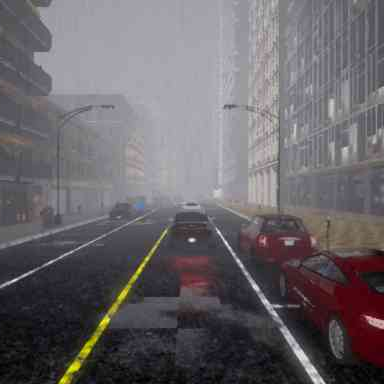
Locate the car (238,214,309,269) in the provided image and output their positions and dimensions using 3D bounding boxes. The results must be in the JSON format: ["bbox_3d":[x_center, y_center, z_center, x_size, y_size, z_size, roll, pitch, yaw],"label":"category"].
[{"bbox_3d":[2.689,1.438,11.152,1.967,1.590,4.097,0,0,0],"label":"car"}]

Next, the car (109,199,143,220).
[{"bbox_3d":[-5.691,1.566,28.099,1.947,1.339,4.313,0,0,0],"label":"car"}]

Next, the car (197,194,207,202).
[{"bbox_3d":[2.689,1.550,79.106,1.752,1.417,4.829,0,0,0],"label":"car"}]

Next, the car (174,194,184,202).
[{"bbox_3d":[-3.001,1.321,76.742,2.097,1.767,4.553,0,0,0],"label":"car"}]

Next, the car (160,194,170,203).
[{"bbox_3d":[-5.691,1.593,61.990,1.802,1.307,4.206,0,0,0],"label":"car"}]

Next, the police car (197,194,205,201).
[{"bbox_3d":[2.366,1.458,89.853,1.930,1.638,5.238,0,0,0],"label":"police car"}]

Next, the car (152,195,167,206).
[{"bbox_3d":[-5.691,1.589,56.341,1.802,1.307,4.206,0,0,0],"label":"car"}]

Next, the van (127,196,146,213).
[{"bbox_3d":[-5.691,1.342,33.748,1.690,1.788,3.998,0,0,0],"label":"van"}]

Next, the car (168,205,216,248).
[{"bbox_3d":[0.000,1.516,14.650,1.837,1.490,4.892,0,0,0],"label":"car"}]

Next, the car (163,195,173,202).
[{"bbox_3d":[-5.691,1.464,78.936,1.967,1.590,4.097,0,0,0],"label":"car"}]

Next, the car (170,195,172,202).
[{"bbox_3d":[-5.692,1.331,67.639,2.192,1.841,5.009,0,0,0],"label":"car"}]

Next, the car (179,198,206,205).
[{"bbox_3d":[0.000,1.534,29.650,1.812,1.442,4.674,0,0,0],"label":"car"}]

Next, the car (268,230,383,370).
[{"bbox_3d":[2.689,1.580,5.505,1.802,1.307,4.206,0,0,0],"label":"car"}]
